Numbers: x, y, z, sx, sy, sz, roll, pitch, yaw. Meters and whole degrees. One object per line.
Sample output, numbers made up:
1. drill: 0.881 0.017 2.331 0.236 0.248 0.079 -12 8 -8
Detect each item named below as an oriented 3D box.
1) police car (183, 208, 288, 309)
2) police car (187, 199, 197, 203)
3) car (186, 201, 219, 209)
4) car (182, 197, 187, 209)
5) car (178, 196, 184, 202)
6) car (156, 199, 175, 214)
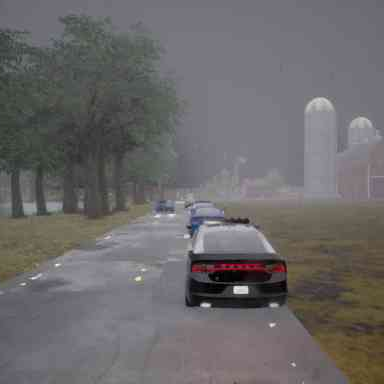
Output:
1. police car: 0.811 1.428 8.119 1.930 1.638 5.238 0 0 0
2. police car: 0.783 1.442 24.120 1.930 1.638 5.238 0 0 0
3. car: 0.794 1.487 18.009 1.882 1.535 5.008 0 0 0
4. car: -0.054 1.699 47.076 1.895 1.301 4.718 0 0 1
5. car: -2.911 1.939 92.732 2.128 1.511 4.902 0 -1 0
6. car: -2.912 1.529 36.882 1.882 1.535 5.008 0 0 0
